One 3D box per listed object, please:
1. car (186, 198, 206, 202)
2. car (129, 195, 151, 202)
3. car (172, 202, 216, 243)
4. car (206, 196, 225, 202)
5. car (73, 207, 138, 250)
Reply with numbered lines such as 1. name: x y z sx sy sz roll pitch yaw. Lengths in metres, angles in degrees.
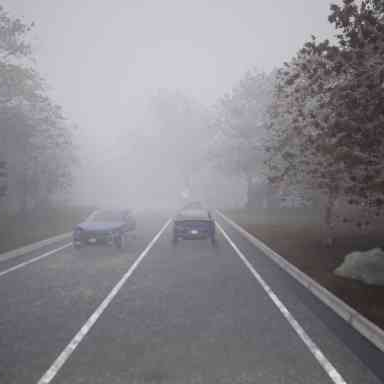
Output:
1. car: 0.179 1.500 35.964 2.128 1.511 4.902 0 0 3
2. car: -11.404 1.491 72.674 5.008 1.535 1.882 0 0 -39
3. car: 0.094 1.481 16.074 1.882 1.535 5.008 0 0 0
4. car: 5.000 1.589 74.778 4.718 1.301 1.895 0 0 22
5. car: -3.602 1.480 14.562 1.882 1.535 5.008 0 0 0
